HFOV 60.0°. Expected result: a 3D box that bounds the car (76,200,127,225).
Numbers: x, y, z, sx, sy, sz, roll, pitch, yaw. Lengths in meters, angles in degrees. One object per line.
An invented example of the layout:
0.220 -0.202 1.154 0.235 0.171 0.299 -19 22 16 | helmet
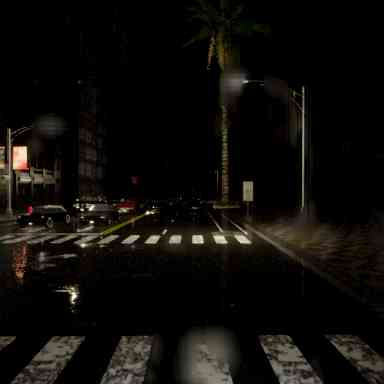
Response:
-6.495 1.553 24.189 2.033 1.411 5.357 0 0 0 | car

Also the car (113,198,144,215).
-6.445 1.536 34.145 1.812 1.442 4.674 0 0 0 | car

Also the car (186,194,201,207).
0.229 1.259 53.439 2.150 2.045 5.566 0 0 0 | car

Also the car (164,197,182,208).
-2.942 1.592 48.481 1.994 1.385 4.181 0 0 0 | car

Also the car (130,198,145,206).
-9.501 1.702 58.009 1.895 1.301 4.718 0 0 0 | car

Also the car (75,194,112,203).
-9.708 1.231 32.144 2.150 2.045 5.566 0 0 0 | car

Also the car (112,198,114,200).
-9.658 1.511 42.506 2.128 1.511 4.902 0 0 0 | car

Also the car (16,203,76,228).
-9.766 1.606 22.386 1.895 1.301 4.718 0 0 1 | car

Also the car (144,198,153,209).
-6.395 1.527 44.575 1.837 1.490 4.892 0 0 0 | car
